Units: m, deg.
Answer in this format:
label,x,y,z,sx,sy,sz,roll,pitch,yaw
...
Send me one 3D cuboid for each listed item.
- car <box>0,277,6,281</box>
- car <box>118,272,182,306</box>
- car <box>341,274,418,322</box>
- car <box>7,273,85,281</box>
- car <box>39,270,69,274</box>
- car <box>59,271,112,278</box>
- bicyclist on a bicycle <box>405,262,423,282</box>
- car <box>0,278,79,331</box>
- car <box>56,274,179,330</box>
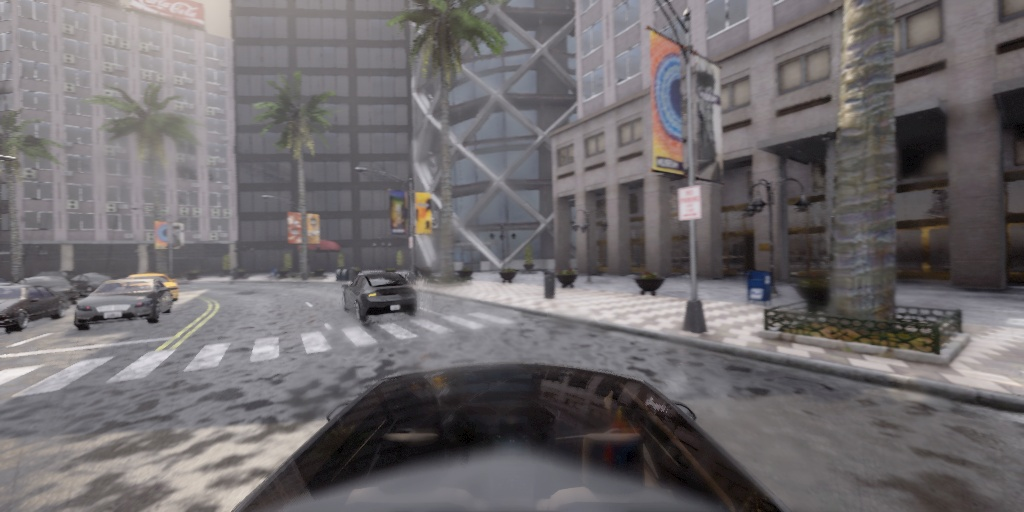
label,x,y,z,sx,sy,sz,roll,pitch,yaw
car,-33.743,2.087,22.922,4.902,1.511,2.128,-1,0,13
car,-20.112,1.731,19.859,5.008,1.535,1.882,-1,0,38
car,-4.930,1.378,13.113,1.837,1.490,4.892,-1,0,-33
car,-24.665,1.873,18.937,4.892,1.490,1.837,-1,0,32
car,-44.055,2.207,34.334,4.553,1.767,2.097,-1,0,-1
car,-28.891,1.979,24.984,4.892,1.490,1.837,-1,0,20
bicyclist on a bicycle,-7.846,1.245,28.758,0.582,1.620,1.656,-1,0,44
car,-17.467,1.735,12.386,2.033,1.411,5.357,-1,0,-36
car,-13.787,1.587,12.992,2.128,1.511,4.902,-1,0,-37
